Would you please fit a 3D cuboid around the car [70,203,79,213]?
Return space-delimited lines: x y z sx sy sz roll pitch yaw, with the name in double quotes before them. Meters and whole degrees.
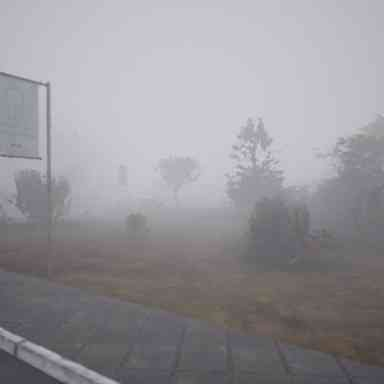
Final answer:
"car" -15.973 1.826 39.885 2.128 1.511 4.902 -1 0 39

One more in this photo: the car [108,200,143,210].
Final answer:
"car" -9.518 1.865 47.917 1.895 1.301 4.718 -1 0 39

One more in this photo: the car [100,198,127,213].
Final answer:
"car" -9.206 1.744 42.402 1.882 1.535 5.008 -1 0 39

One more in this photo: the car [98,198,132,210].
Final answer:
"car" -11.723 1.766 50.760 1.882 1.535 5.008 -1 0 39

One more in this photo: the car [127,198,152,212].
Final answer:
"car" -5.366 1.571 41.599 2.097 1.767 4.553 -1 0 39

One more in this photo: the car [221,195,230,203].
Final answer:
"car" 7.359 1.320 64.476 2.128 1.511 4.902 -1 1 31
